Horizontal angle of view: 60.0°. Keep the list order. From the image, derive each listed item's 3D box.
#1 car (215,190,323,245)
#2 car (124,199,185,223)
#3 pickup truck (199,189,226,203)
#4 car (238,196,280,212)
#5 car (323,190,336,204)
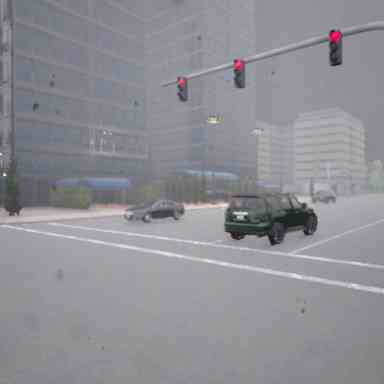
[{"bbox_3d":[3.682,1.063,15.014,2.150,2.045,5.566,0,0,42],"label":"car"},{"bbox_3d":[-2.591,1.292,23.574,2.128,1.511,4.902,0,1,40],"label":"car"},{"bbox_3d":[3.828,0.577,51.331,6.274,2.098,2.390,0,1,-19],"label":"pickup truck"},{"bbox_3d":[7.165,1.191,35.112,2.033,1.411,5.357,0,1,40],"label":"car"},{"bbox_3d":[19.885,0.722,49.999,2.150,2.045,5.566,0,1,40],"label":"car"}]
